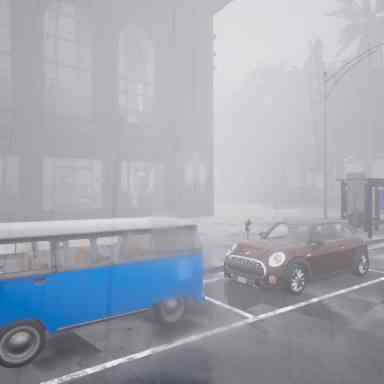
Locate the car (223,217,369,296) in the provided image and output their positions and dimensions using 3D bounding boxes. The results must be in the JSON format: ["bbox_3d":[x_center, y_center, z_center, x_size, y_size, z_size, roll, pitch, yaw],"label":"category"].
[{"bbox_3d":[2.740,1.439,8.600,4.097,1.590,1.967,0,0,-35],"label":"car"}]

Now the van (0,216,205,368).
[{"bbox_3d":[-1.680,1.341,5.453,3.998,1.788,1.690,0,0,-35],"label":"van"}]
